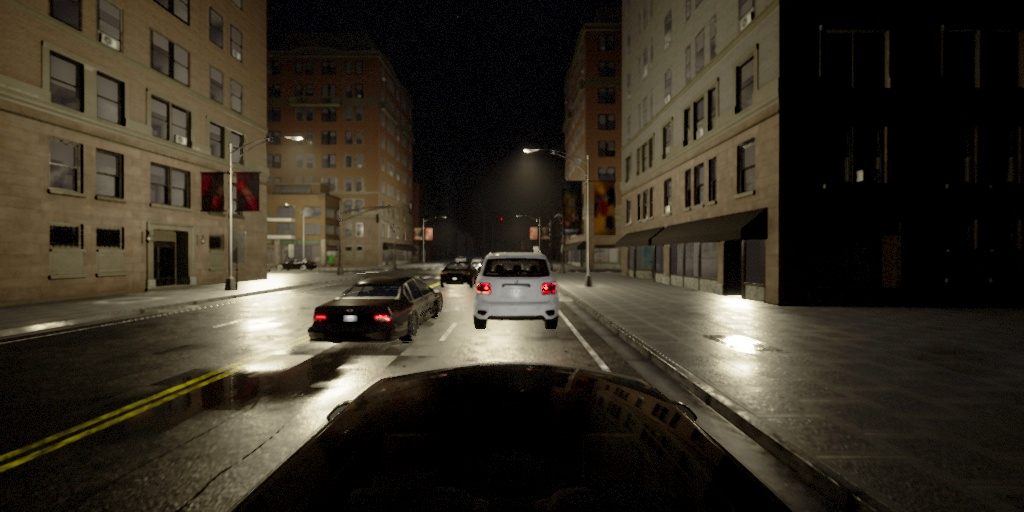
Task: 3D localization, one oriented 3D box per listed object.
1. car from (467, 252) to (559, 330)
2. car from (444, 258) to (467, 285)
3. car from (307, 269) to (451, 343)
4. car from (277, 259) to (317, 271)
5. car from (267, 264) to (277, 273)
[{"bbox_3d":[0.097,0.902,10.947,2.150,2.045,5.566,0,0,0],"label":"car"},{"bbox_3d":[-3.154,1.074,22.195,1.882,1.535,5.008,0,0,0],"label":"car"},{"bbox_3d":[-3.151,1.240,9.469,2.033,1.411,5.357,0,0,0],"label":"car"},{"bbox_3d":[-25.381,1.024,42.318,4.313,1.339,1.948,0,0,0],"label":"car"},{"bbox_3d":[-25.422,0.928,34.293,4.097,1.591,1.967,0,0,0],"label":"car"}]
